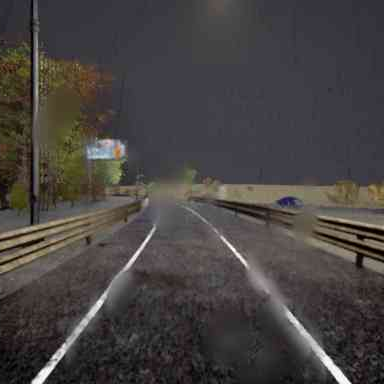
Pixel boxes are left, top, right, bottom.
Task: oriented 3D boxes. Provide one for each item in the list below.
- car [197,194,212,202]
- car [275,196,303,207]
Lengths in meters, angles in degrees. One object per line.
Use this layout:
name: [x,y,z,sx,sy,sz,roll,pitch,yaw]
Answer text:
car: [2.820,1.284,74.745,2.097,1.767,4.553,0,0,-21]
car: [13.545,1.360,46.742,1.812,1.442,4.674,0,0,-21]
